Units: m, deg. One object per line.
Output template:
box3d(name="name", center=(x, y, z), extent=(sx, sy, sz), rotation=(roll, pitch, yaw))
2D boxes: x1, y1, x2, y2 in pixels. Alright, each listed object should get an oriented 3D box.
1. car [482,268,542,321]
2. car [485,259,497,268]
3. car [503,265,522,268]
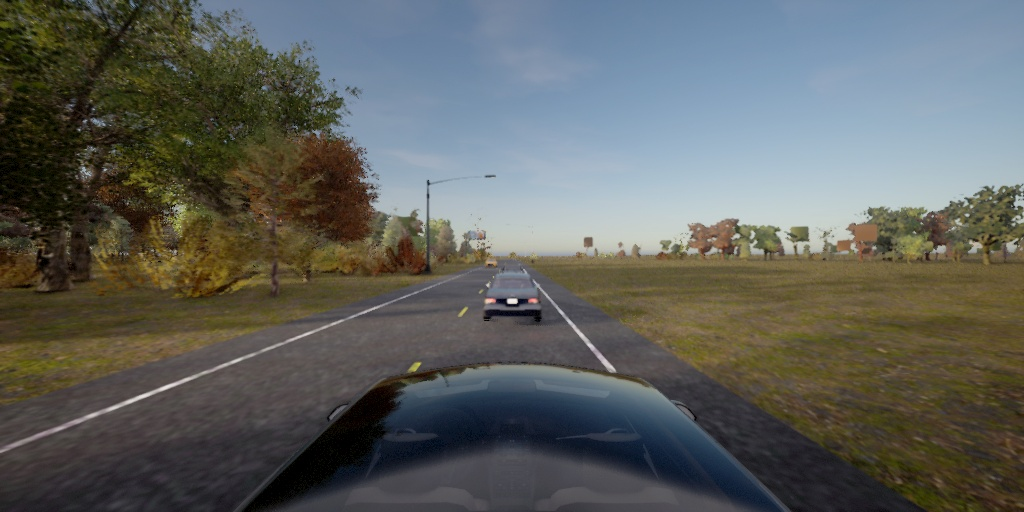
box3d(name="car", center=(0.029, 1.300, 12.455), extent=(2.033, 1.411, 5.357), rotation=(0, 0, 1))
box3d(name="car", center=(-3.534, 1.240, 60.995), extent=(1.882, 1.535, 5.008), rotation=(0, 0, 1))
box3d(name="car", center=(0.046, 1.356, 29.027), extent=(1.895, 1.301, 4.718), rotation=(0, 0, 1))
